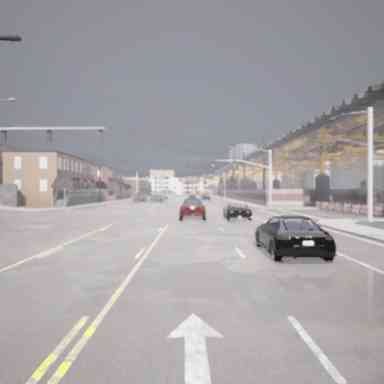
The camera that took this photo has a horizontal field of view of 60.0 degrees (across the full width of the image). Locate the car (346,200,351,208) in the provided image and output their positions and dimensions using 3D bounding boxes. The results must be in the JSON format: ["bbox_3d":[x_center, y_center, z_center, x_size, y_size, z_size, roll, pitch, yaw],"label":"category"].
[{"bbox_3d":[19.434,1.358,38.453,2.038,1.542,4.974,0,0,44],"label":"car"}]

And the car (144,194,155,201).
[{"bbox_3d":[-10.498,1.317,82.283,2.128,1.511,4.902,0,0,0],"label":"car"}]

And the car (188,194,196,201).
[{"bbox_3d":[0.002,1.297,81.086,1.837,1.490,4.892,0,0,0],"label":"car"}]

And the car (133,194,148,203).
[{"bbox_3d":[-10.503,1.189,66.660,2.097,1.767,4.553,0,0,0],"label":"car"}]

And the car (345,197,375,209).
[{"bbox_3d":[19.470,1.200,38.491,1.853,1.218,4.536,0,0,44],"label":"car"}]

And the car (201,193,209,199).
[{"bbox_3d":[3.502,1.114,91.355,2.097,1.767,4.553,0,0,0],"label":"car"}]

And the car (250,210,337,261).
[{"bbox_3d":[3.566,1.532,12.147,1.994,1.385,4.181,0,0,0],"label":"car"}]

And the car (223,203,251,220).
[{"bbox_3d":[3.562,1.535,26.866,1.895,1.301,4.718,0,0,0],"label":"car"}]

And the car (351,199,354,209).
[{"bbox_3d":[19.445,1.369,33.845,2.038,1.542,4.974,0,0,-36],"label":"car"}]

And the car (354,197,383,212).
[{"bbox_3d":[19.476,1.212,33.803,1.853,1.218,4.536,0,0,-36],"label":"car"}]

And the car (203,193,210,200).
[{"bbox_3d":[3.502,1.324,80.757,2.033,1.411,5.357,0,0,0],"label":"car"}]

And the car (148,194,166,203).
[{"bbox_3d":[-7.006,1.188,66.740,2.097,1.767,4.553,0,0,0],"label":"car"}]

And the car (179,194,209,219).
[{"bbox_3d":[0.067,1.283,27.992,2.097,1.767,4.553,0,0,0],"label":"car"}]

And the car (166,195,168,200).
[{"bbox_3d":[-6.998,1.315,82.360,1.812,1.442,4.674,0,0,0],"label":"car"}]
